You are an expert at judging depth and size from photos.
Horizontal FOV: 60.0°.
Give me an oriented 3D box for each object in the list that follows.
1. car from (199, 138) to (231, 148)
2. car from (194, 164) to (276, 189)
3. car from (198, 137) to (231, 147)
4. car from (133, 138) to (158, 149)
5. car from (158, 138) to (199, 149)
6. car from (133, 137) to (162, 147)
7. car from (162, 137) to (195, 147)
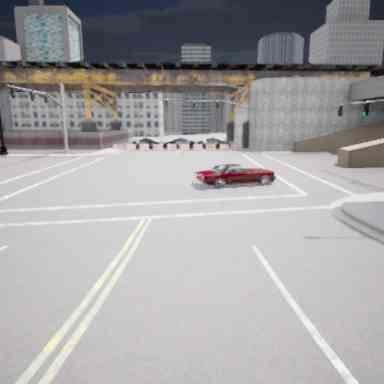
[{"bbox_3d":[3.373,-7.336,49.818,4.974,1.542,2.038,6,13,28],"label":"car"},{"bbox_3d":[2.630,-1.032,20.073,4.718,1.301,1.895,-4,12,-17],"label":"car"},{"bbox_3d":[3.327,-7.495,49.810,4.536,1.218,1.853,6,13,28],"label":"car"},{"bbox_3d":[-6.608,-7.189,49.106,4.974,1.542,2.038,11,16,43],"label":"car"},{"bbox_3d":[-2.000,-7.184,49.083,4.974,1.542,2.038,-8,14,-35],"label":"car"},{"bbox_3d":[-6.645,-7.351,49.110,4.536,1.218,1.853,11,16,43],"label":"car"},{"bbox_3d":[-1.958,-7.345,49.082,4.536,1.218,1.853,-8,14,-35],"label":"car"}]
